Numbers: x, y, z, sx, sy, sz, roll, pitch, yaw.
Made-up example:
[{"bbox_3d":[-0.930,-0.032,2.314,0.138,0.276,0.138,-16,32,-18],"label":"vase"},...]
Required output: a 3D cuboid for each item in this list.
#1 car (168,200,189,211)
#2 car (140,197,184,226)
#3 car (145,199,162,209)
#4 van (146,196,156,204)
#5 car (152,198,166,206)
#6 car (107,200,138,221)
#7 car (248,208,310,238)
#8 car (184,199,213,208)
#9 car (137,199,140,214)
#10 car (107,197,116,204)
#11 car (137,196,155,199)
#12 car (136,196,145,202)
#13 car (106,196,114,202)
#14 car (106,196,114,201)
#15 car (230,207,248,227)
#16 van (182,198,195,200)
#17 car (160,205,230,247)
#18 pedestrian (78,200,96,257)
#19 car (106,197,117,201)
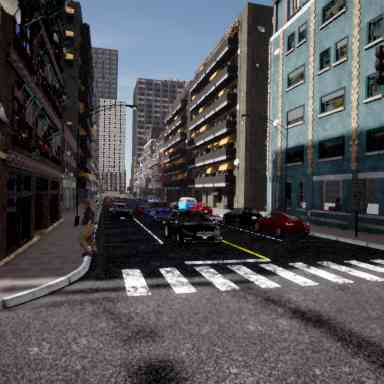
[{"bbox_3d":[-1.949,1.832,45.696,1.947,1.339,4.313,1,0,-15],"label":"car"},{"bbox_3d":[-2.349,1.456,24.441,2.097,1.767,4.553,1,0,-15],"label":"car"},{"bbox_3d":[-5.956,1.835,50.795,1.895,1.301,4.718,1,0,-15],"label":"car"},{"bbox_3d":[-8.949,1.687,72.412,1.690,1.788,3.998,1,0,-15],"label":"van"},{"bbox_3d":[-6.193,1.839,61.889,1.752,1.417,4.829,1,0,-15],"label":"car"},{"bbox_3d":[-5.857,1.631,27.555,1.947,1.339,4.313,1,0,-15],"label":"car"},{"bbox_3d":[5.053,1.777,18.981,1.802,1.307,4.206,1,0,-15],"label":"car"},{"bbox_3d":[0.852,1.782,35.010,1.887,1.381,4.507,1,0,-15],"label":"car"},{"bbox_3d":[-4.881,1.694,34.091,1.994,1.385,4.181,1,0,-15],"label":"car"},{"bbox_3d":[-17.016,1.713,70.135,1.752,1.417,4.829,1,0,-15],"label":"car"},{"bbox_3d":[-8.475,1.826,60.415,1.994,1.385,4.181,1,0,-15],"label":"car"},{"bbox_3d":[-14.552,1.965,93.781,2.008,1.369,4.403,1,0,-15],"label":"car"},{"bbox_3d":[-21.260,1.805,86.327,1.947,1.339,4.313,1,0,-15],"label":"car"},{"bbox_3d":[-22.661,1.801,91.671,1.887,1.381,4.507,1,0,-15],"label":"car"},{"bbox_3d":[3.653,1.774,24.324,1.947,1.339,4.313,1,0,-15],"label":"car"},{"bbox_3d":[-0.546,1.593,40.354,1.690,1.788,3.998,1,0,-15],"label":"van"},{"bbox_3d":[-0.070,1.586,15.705,1.837,1.490,4.892,1,0,-14],"label":"car"},{"bbox_3d":[-3.314,1.126,10.501,0.375,1.860,0.375,1,0,-15],"label":"pedestrian"},{"bbox_3d":[-10.057,1.653,43.584,1.887,1.381,4.507,1,0,-15],"label":"car"}]
